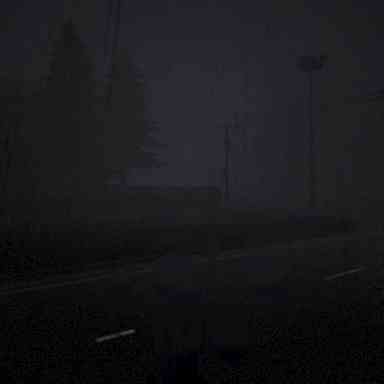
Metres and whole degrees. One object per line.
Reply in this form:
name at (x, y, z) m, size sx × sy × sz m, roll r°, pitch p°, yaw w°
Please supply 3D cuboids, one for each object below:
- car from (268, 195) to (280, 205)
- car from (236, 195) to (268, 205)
car at (12.031, 1.250, 54.343) m, size 1.837 × 1.490 × 4.892 m, roll 0°, pitch 0°, yaw -36°
car at (9.046, 1.272, 52.488) m, size 1.837 × 1.490 × 4.892 m, roll 0°, pitch 0°, yaw -36°
